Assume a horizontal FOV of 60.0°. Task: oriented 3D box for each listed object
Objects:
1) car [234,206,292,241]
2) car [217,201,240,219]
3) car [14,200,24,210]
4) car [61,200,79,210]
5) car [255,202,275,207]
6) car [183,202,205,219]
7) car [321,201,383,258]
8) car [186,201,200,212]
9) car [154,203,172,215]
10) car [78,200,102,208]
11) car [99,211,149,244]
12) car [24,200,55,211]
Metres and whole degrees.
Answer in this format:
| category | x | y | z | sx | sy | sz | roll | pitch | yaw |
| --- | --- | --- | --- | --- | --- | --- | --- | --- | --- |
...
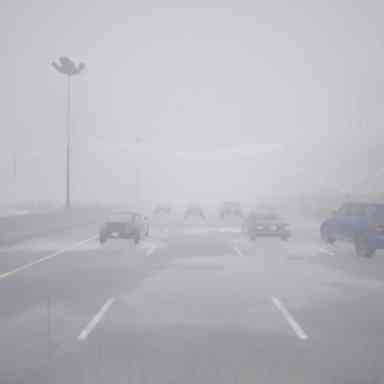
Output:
| category | x | y | z | sx | sy | sz | roll | pitch | yaw |
| --- | --- | --- | --- | --- | --- | --- | --- | --- | --- |
| car | 3.728 | 1.706 | 17.637 | 2.033 | 1.411 | 5.357 | 0 | 0 | 1 |
| car | 3.716 | 1.639 | 33.021 | 2.097 | 1.767 | 4.553 | 0 | -1 | 0 |
| car | -24.648 | 1.882 | 49.559 | 1.812 | 1.442 | 4.674 | 0 | 0 | 0 |
| car | -17.643 | 1.922 | 49.513 | 2.033 | 1.411 | 5.357 | 0 | 0 | 0 |
| car | 7.218 | 1.807 | 33.422 | 1.837 | 1.490 | 4.892 | 0 | 0 | -1 |
| car | 0.224 | 1.803 | 32.590 | 1.812 | 1.442 | 4.674 | 0 | -1 | -1 |
| car | 7.194 | 1.356 | 13.543 | 2.150 | 2.045 | 5.566 | 0 | 0 | 1 |
| car | 0.065 | 1.986 | 45.594 | 1.895 | 1.301 | 4.718 | 0 | 0 | -1 |
| car | -3.344 | 1.921 | 38.821 | 1.895 | 1.301 | 4.718 | 0 | 0 | -1 |
| car | -14.128 | 1.890 | 47.248 | 1.812 | 1.442 | 4.674 | 0 | 0 | 0 |
| car | -3.279 | 1.659 | 16.617 | 1.812 | 1.442 | 4.674 | 0 | 0 | 1 |
| car | -21.109 | 1.837 | 47.090 | 2.128 | 1.511 | 4.902 | 0 | -1 | 0 |
